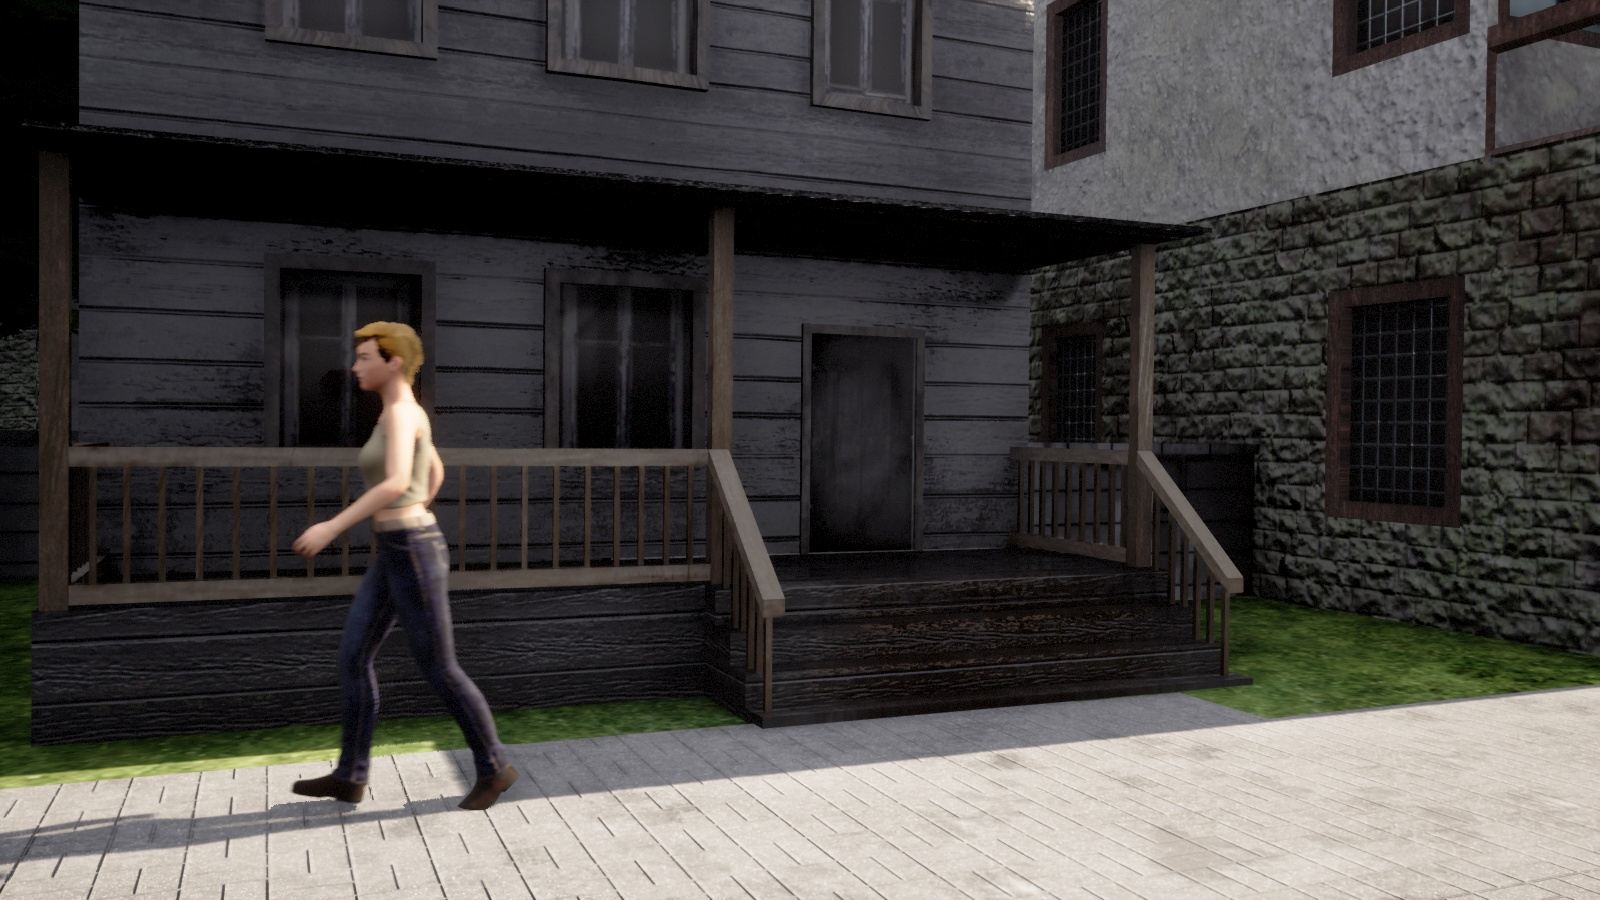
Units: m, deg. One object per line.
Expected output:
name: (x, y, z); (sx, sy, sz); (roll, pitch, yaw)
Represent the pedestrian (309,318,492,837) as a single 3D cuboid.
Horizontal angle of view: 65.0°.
pedestrian: (-1.500, 0.447, 4.708); (0.594, 1.836, 0.345); (-1, 1, -23)
